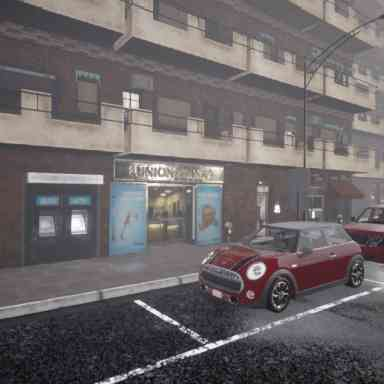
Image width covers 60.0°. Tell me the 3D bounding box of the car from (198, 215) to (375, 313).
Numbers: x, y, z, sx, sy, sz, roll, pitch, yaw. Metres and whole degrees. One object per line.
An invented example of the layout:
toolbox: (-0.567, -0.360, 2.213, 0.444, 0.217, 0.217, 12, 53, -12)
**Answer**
car: (2.105, 1.442, 7.605, 4.097, 1.590, 1.967, 0, 0, -36)

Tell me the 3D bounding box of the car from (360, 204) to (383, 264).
car: (6.607, 1.321, 10.827, 5.009, 1.841, 2.192, 0, 0, -36)
